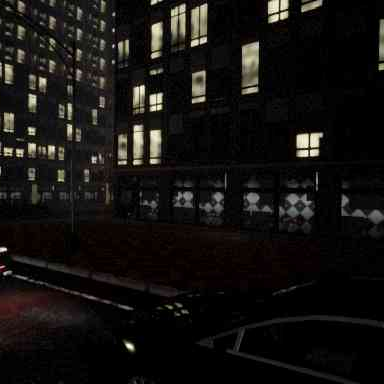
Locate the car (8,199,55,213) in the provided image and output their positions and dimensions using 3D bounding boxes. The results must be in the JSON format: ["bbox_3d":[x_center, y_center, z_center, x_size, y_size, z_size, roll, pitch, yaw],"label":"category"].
[{"bbox_3d":[-19.144,1.643,39.917,1.752,1.417,4.829,1,0,36],"label":"car"}]

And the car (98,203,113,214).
[{"bbox_3d":[-8.848,1.830,39.766,1.752,1.417,4.829,1,0,36],"label":"car"}]

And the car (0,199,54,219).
[{"bbox_3d":[-15.635,1.519,30.546,2.192,1.841,5.009,1,0,36],"label":"car"}]

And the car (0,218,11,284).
[{"bbox_3d":[-6.346,1.487,8.185,4.902,1.511,2.128,0,0,36],"label":"car"}]

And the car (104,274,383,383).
[{"bbox_3d":[1.335,1.491,2.728,4.902,1.511,2.128,0,0,35],"label":"car"}]
